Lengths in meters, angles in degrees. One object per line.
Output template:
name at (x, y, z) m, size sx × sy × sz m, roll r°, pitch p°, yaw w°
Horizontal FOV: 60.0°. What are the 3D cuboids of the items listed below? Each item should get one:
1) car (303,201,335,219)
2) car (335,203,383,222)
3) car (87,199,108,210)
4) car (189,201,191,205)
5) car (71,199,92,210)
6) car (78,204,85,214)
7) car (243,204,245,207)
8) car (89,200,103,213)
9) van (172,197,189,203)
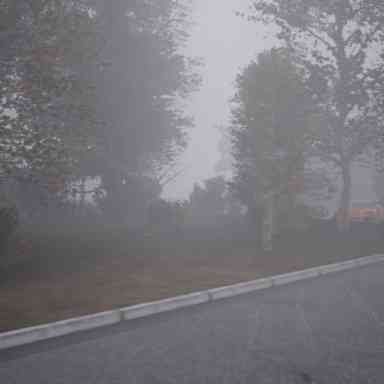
car at (10.478, 1.534, 32.364) m, size 2.150 × 2.045 × 5.566 m, roll 4°, pitch -4°, yaw -34°
car at (15.381, 1.791, 30.712) m, size 2.097 × 1.767 × 4.553 m, roll 4°, pitch -3°, yaw -30°
car at (-16.873, 2.120, 58.983) m, size 2.185 × 1.767 × 4.553 m, roll 0°, pitch 0°, yaw -36°
car at (-0.884, 2.309, 70.360) m, size 2.163 × 1.488 × 4.792 m, roll 0°, pitch 0°, yaw -36°
car at (-19.152, 2.115, 57.351) m, size 2.185 × 1.767 × 4.553 m, roll 0°, pitch 0°, yaw -36°
car at (-15.860, 2.231, 43.809) m, size 1.946 × 1.575 × 5.366 m, roll 0°, pitch 0°, yaw -36°
car at (9.159, 2.035, 61.536) m, size 2.435 × 2.045 × 5.566 m, roll 0°, pitch 0°, yaw -36°
car at (-13.492, 2.240, 45.271) m, size 2.231 × 1.521 × 4.892 m, roll 0°, pitch 0°, yaw -36°
van at (-3.248, 2.049, 68.846) m, size 1.878 × 1.987 × 4.442 m, roll 0°, pitch 0°, yaw -36°
